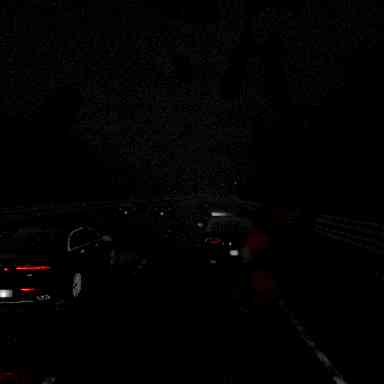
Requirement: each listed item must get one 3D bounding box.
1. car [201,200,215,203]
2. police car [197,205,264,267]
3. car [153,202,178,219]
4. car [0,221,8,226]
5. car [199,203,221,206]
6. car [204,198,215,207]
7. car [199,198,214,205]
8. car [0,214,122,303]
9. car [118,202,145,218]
[{"bbox_3d":[1.828,1.683,27.460,1.812,1.442,4.674,0,0,3],"label":"car"},{"bbox_3d":[1.233,1.494,11.828,1.930,1.638,5.238,0,0,1],"label":"police car"},{"bbox_3d":[-2.427,1.667,30.904,2.128,1.511,4.902,0,0,3],"label":"car"},{"bbox_3d":[-6.747,1.563,10.276,1.837,1.490,4.892,0,0,1],"label":"car"},{"bbox_3d":[1.557,1.649,21.558,1.812,1.442,4.674,0,0,2],"label":"car"},{"bbox_3d":[3.349,1.890,61.855,1.812,1.442,4.674,0,0,6],"label":"car"},{"bbox_3d":[2.105,1.842,47.752,1.994,1.385,4.181,0,0,6],"label":"car"},{"bbox_3d":[-3.286,1.553,8.324,1.837,1.490,4.892,0,0,1],"label":"car"},{"bbox_3d":[-5.853,1.708,32.454,1.812,1.442,4.674,0,0,3],"label":"car"}]
